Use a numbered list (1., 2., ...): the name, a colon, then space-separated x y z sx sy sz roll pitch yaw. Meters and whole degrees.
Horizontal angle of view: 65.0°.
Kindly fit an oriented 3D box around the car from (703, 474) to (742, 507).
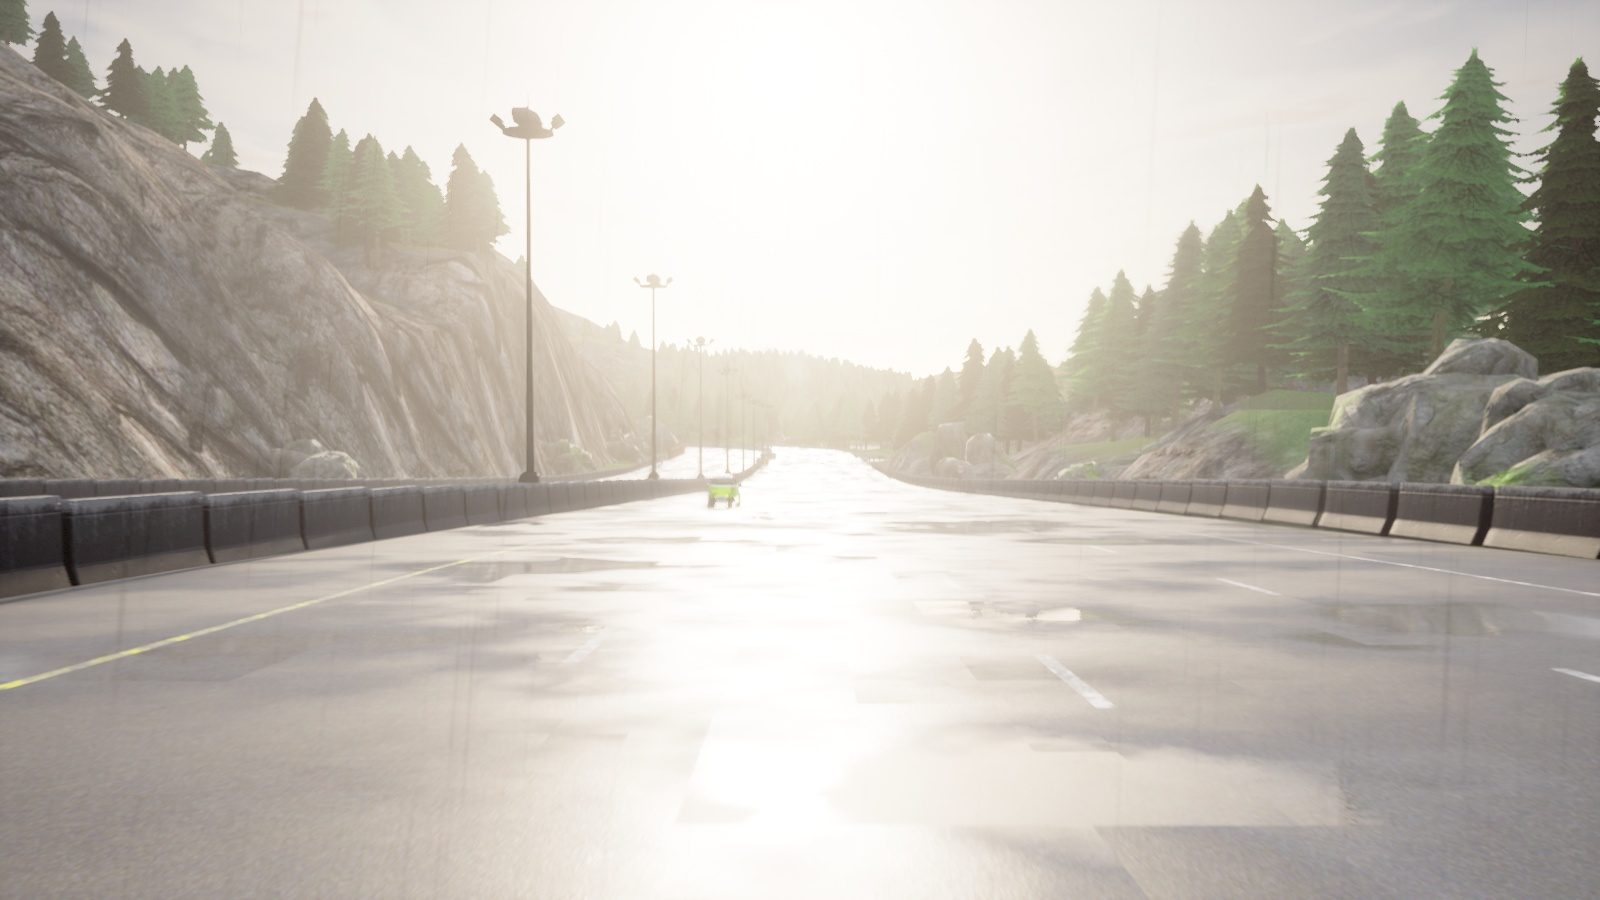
1. car: -3.197 1.673 52.336 1.481 1.376 2.207 0 -1 0
